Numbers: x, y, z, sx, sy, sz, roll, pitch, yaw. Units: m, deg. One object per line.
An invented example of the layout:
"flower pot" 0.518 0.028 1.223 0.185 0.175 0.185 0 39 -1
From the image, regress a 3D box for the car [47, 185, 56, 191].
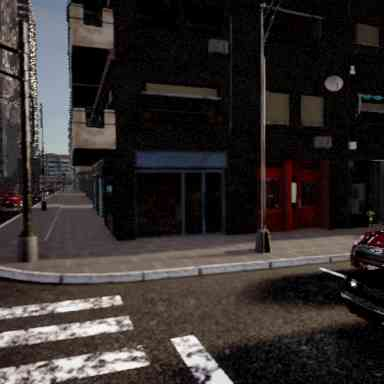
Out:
"car" -34.471 -1.007 81.650 1.967 1.590 4.097 -2 2 -20

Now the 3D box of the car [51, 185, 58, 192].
"car" -32.558 -0.731 76.335 1.947 1.339 4.313 -2 2 -20

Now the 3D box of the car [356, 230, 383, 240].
"car" 6.045 1.234 8.361 4.097 1.590 1.967 0 1 -20

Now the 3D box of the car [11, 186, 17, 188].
"car" -26.613 0.019 52.144 1.895 1.301 4.718 -1 2 -20

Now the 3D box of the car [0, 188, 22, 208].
"car" -15.355 0.605 28.461 1.887 1.381 4.507 -2 2 -20

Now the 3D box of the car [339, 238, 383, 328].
"car" 4.683 1.480 5.081 4.718 1.301 1.895 0 2 -20

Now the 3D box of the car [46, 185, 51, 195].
"car" -24.912 -0.151 55.056 1.887 1.381 4.507 -2 2 -20

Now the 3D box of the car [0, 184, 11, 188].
"car" -38.536 -0.651 68.178 2.192 1.841 5.009 -2 2 -20

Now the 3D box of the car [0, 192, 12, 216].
"car" -11.985 0.894 19.085 1.947 1.339 4.313 -2 2 -20

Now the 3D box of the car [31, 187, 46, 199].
"car" -21.089 0.157 44.419 2.008 1.369 4.403 -2 2 -20

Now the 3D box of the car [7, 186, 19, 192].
"car" -42.356 -0.701 78.825 1.947 1.339 4.313 -2 2 -20
